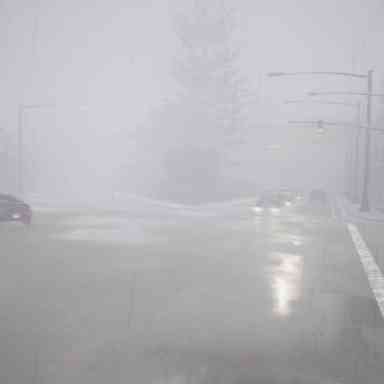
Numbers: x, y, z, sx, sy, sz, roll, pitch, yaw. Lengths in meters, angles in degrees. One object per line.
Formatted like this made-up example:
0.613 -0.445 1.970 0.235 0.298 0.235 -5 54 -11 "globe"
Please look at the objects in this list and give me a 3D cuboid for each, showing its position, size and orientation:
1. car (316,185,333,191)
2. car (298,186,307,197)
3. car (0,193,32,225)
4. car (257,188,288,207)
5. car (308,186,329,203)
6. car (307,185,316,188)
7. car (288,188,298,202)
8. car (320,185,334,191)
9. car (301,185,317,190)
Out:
33.626 -0.817 83.080 2.038 1.542 4.974 1 2 2 "car"
16.554 0.013 52.663 1.994 1.385 4.181 2 2 24 "car"
-9.109 0.748 15.586 4.674 1.442 1.812 3 2 42 "car"
7.384 0.552 30.855 1.812 1.442 4.674 2 2 23 "car"
14.754 0.418 38.971 1.812 1.442 4.674 2 2 23 "car"
29.906 -0.958 84.963 4.974 1.542 2.038 -1 3 -43 "car"
11.094 0.269 39.706 1.882 1.535 5.008 2 2 23 "car"
33.631 -0.976 83.126 1.853 1.218 4.536 1 2 2 "car"
29.947 -1.116 84.992 4.536 1.218 1.853 -1 3 -43 "car"
